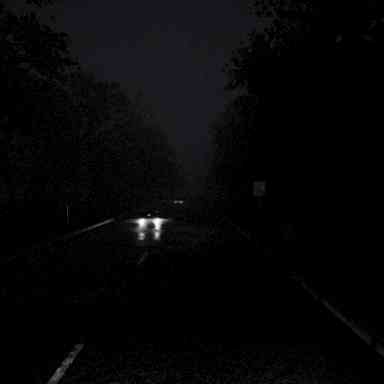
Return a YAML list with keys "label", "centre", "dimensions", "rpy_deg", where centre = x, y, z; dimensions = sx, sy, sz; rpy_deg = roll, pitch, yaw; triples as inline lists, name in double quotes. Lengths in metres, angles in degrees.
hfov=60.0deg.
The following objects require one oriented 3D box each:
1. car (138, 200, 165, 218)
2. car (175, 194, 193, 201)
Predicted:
- label: "car"
  centre: [-3.376, 1.409, 28.740]
  dimensions: [2.033, 1.411, 5.357]
  rpy_deg: [0, 0, 0]
- label: "car"
  centre: [-1.671, 1.131, 69.909]
  dimensions: [2.033, 1.411, 5.357]
  rpy_deg: [2, 1, 27]
